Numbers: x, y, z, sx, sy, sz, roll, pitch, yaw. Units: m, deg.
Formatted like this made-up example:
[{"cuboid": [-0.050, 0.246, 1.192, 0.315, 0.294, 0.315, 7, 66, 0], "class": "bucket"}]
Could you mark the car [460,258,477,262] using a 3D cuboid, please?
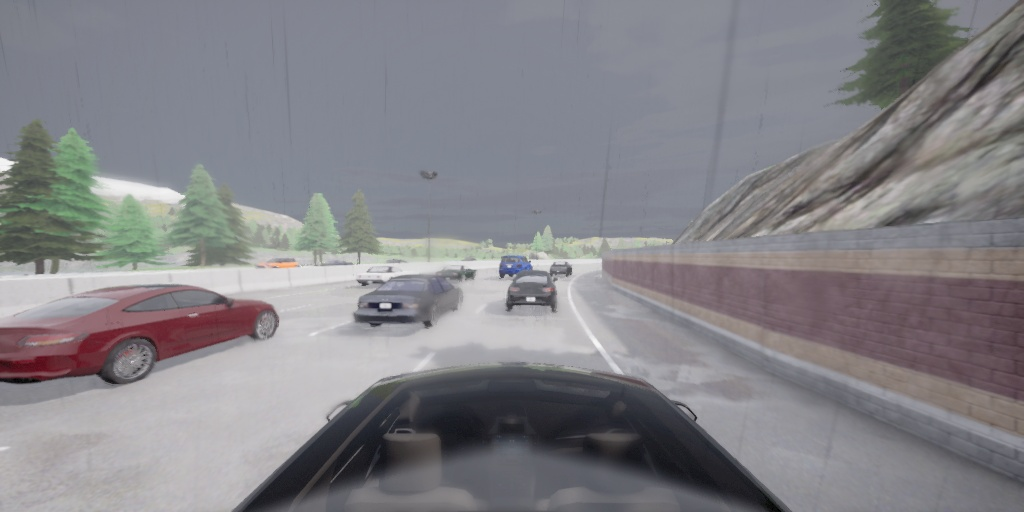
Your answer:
[{"cuboid": [-7.693, 1.083, 63.479, 2.097, 1.767, 4.553, 0, 0, 19], "class": "car"}]

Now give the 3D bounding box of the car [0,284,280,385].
[{"cuboid": [-6.700, 1.255, 6.876, 1.812, 1.442, 4.674, 0, 0, 2], "class": "car"}]

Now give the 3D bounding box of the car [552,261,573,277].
[{"cuboid": [4.967, 1.260, 35.927, 2.128, 1.511, 4.902, 0, 0, 15], "class": "car"}]

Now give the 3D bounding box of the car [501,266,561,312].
[{"cuboid": [0.844, 1.280, 14.250, 1.812, 1.442, 4.674, 0, 0, 5], "class": "car"}]

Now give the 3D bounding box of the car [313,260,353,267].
[{"cuboid": [-21.956, 1.234, 44.291, 2.033, 1.411, 5.357, 0, 0, 16], "class": "car"}]

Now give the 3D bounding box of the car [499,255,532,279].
[{"cuboid": [0.394, 0.976, 32.322, 2.150, 2.045, 5.566, 0, 0, 13], "class": "car"}]

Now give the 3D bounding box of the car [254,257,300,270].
[{"cuboid": [-26.524, 1.022, 40.607, 2.097, 1.767, 4.553, 0, 0, 14], "class": "car"}]

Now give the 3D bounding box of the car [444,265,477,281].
[{"cuboid": [-4.178, 1.340, 27.825, 1.895, 1.301, 4.718, 0, 0, 11], "class": "car"}]

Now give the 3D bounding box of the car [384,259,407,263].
[{"cuboid": [-16.503, 1.210, 50.019, 1.837, 1.490, 4.892, 0, 0, 19], "class": "car"}]

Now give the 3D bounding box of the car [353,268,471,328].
[{"cuboid": [-2.951, 1.289, 11.431, 2.033, 1.411, 5.357, 0, 0, 5], "class": "car"}]

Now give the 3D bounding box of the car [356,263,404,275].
[{"cuboid": [-8.389, 1.327, 24.228, 1.895, 1.301, 4.718, 0, 0, 9], "class": "car"}]
